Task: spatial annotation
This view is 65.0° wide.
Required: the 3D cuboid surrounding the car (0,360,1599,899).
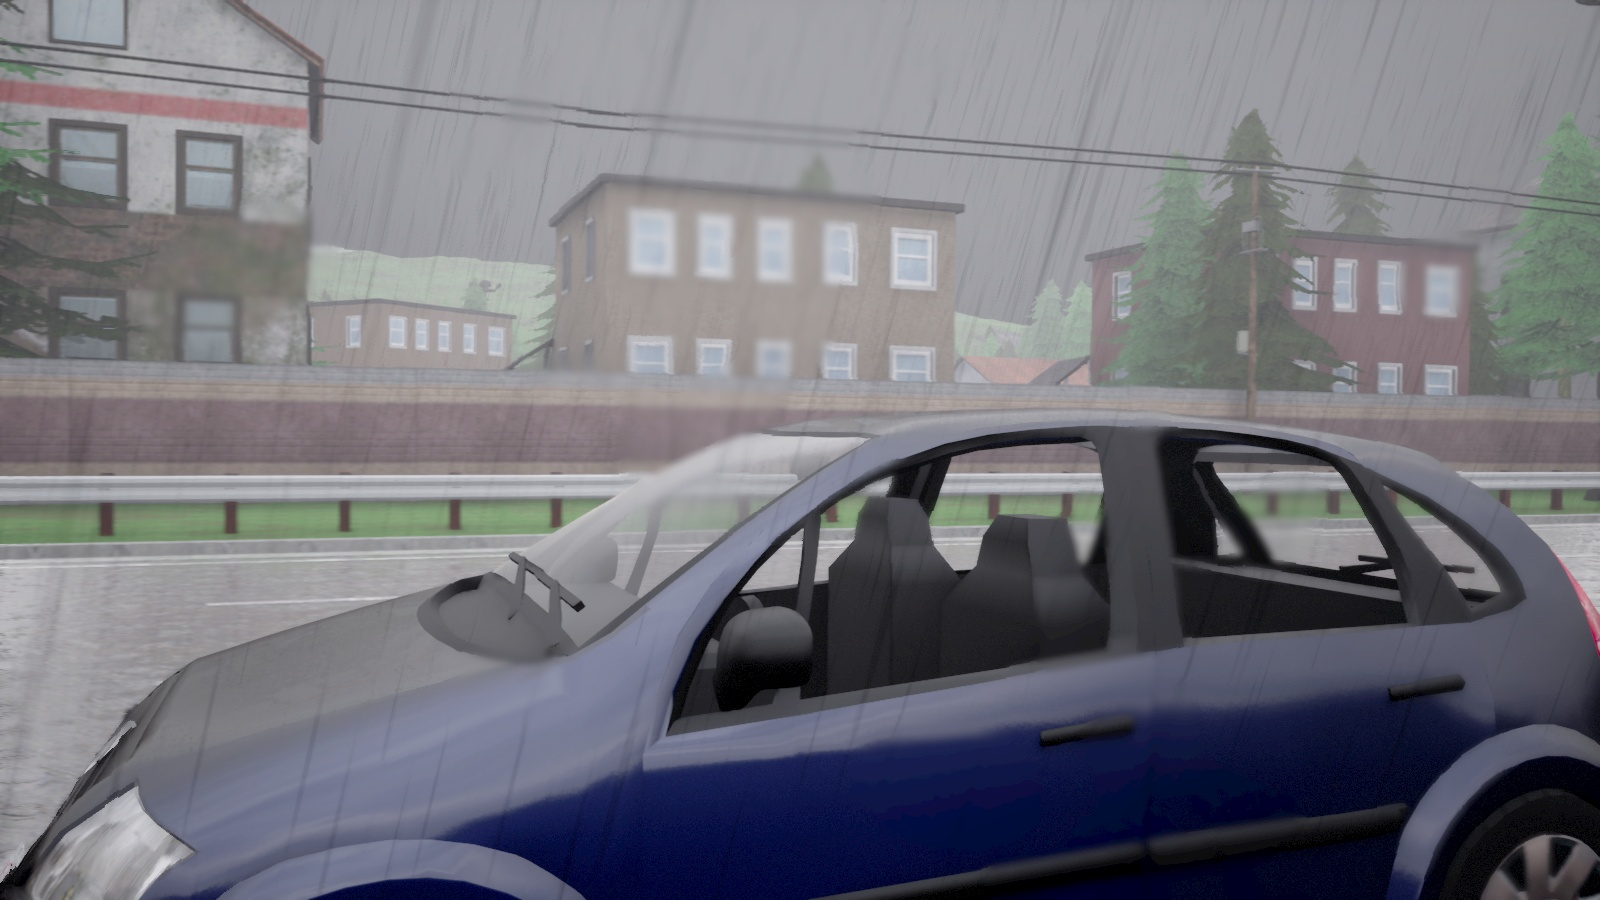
[{"bbox_3d":[0.220,0.640,3.322,3.988,1.617,1.851,-1,1,-21],"label":"car"}]
